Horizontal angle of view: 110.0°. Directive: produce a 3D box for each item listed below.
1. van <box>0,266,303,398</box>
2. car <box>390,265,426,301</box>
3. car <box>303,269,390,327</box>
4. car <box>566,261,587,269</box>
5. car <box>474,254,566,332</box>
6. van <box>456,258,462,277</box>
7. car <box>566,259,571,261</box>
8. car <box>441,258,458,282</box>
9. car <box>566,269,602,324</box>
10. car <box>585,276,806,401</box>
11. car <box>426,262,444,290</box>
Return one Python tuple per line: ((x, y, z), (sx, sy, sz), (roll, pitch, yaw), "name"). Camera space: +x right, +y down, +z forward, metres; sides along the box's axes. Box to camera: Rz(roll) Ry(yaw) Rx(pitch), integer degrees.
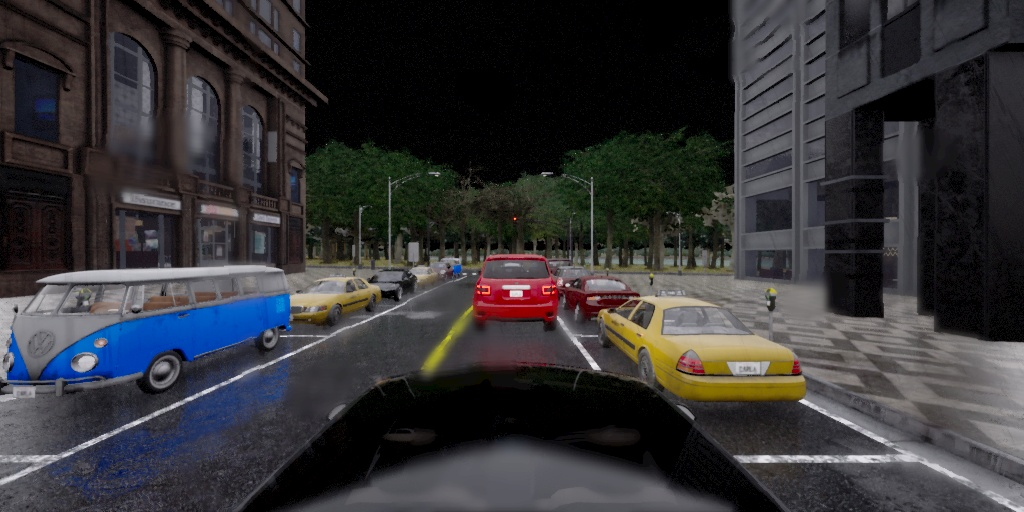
((-5.761, 1.091, 6.336), (1.690, 1.789, 3.998), (0, 0, 0), "van")
((-5.757, 1.317, 17.211), (1.948, 1.339, 4.313), (0, 0, 0), "car")
((-5.759, 1.276, 11.604), (1.751, 1.417, 4.829), (0, 0, 0), "car")
((2.768, 1.190, 17.208), (1.967, 1.591, 4.097), (0, 0, 0), "car")
((0.106, 0.972, 11.029), (2.150, 2.045, 5.566), (0, 0, 0), "car")
((-5.751, 1.095, 33.524), (1.690, 1.789, 3.998), (0, 0, 0), "van")
((2.770, 1.066, 22.646), (2.192, 1.841, 5.009), (0, 0, 0), "car")
((-5.753, 1.193, 28.086), (1.967, 1.591, 4.097), (0, 0, 0), "car")
((2.766, 1.295, 11.771), (1.888, 1.381, 4.507), (0, 0, 0), "car")
((2.764, 1.275, 6.503), (1.751, 1.417, 4.829), (0, 0, 0), "car")
((-5.755, 1.277, 22.479), (1.751, 1.417, 4.829), (0, 0, 0), "car")
